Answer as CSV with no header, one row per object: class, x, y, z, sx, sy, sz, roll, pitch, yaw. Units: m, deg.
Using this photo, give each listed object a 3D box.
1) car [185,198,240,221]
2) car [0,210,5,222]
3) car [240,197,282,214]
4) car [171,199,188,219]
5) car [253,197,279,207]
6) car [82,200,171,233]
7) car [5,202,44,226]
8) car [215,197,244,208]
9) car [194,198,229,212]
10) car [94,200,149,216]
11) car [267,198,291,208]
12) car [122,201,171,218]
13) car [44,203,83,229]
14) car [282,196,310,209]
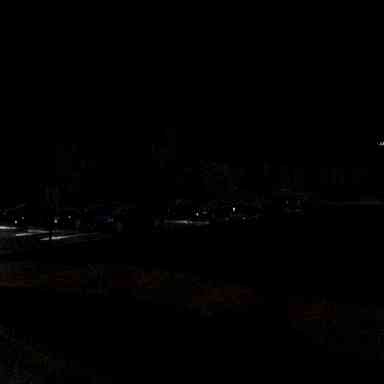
car,1.825,1.505,27.735,1.837,1.490,4.892,0,0,36
car,-12.614,1.526,25.742,1.812,1.442,4.674,0,0,36
car,7.423,1.478,35.412,1.882,1.535,5.008,0,0,36
car,-1.268,1.601,29.430,1.895,1.301,4.718,0,0,36
car,11.855,1.548,53.246,2.033,1.411,5.357,0,0,36
car,-3.760,1.478,20.064,1.882,1.535,5.008,0,0,36
car,-9.817,1.547,23.637,2.033,1.411,5.357,0,0,36
car,5.842,1.547,51.018,2.033,1.411,5.357,0,0,37
car,2.454,1.505,40.480,1.837,1.490,4.892,0,0,36
car,-6.970,1.547,33.492,2.033,1.411,5.357,0,0,36
car,12.712,1.565,48.535,1.994,1.385,4.181,0,0,37
car,-4.174,1.601,31.387,1.895,1.301,4.718,0,0,36
car,-6.725,1.491,21.938,2.128,1.511,4.902,0,0,36
car,14.243,1.354,44.721,2.097,1.767,4.553,0,0,36
